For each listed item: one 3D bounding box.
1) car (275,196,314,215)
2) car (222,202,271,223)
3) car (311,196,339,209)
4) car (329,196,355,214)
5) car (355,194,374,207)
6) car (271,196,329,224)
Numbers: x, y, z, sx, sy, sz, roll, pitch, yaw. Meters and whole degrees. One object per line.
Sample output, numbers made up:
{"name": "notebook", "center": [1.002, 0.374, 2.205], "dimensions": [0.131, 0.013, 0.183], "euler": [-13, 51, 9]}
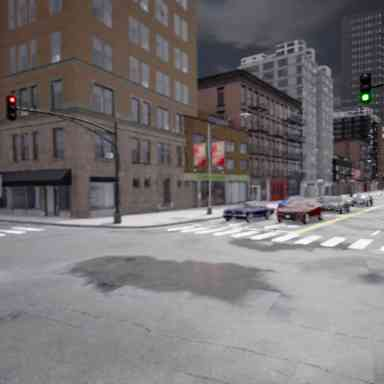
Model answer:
{"name": "car", "center": [9.637, 1.150, 31.032], "dimensions": [1.882, 1.535, 5.008], "euler": [0, 1, 37]}
{"name": "car", "center": [4.048, 1.372, 23.484], "dimensions": [1.895, 1.301, 4.718], "euler": [0, 1, 36]}
{"name": "car", "center": [15.713, 1.160, 39.225], "dimensions": [1.895, 1.301, 4.718], "euler": [0, 1, 37]}
{"name": "car", "center": [13.099, 1.158, 30.243], "dimensions": [1.837, 1.490, 4.892], "euler": [0, 1, 36]}
{"name": "car", "center": [21.068, 0.990, 40.976], "dimensions": [2.128, 1.511, 4.902], "euler": [0, 1, 37]}
{"name": "car", "center": [7.462, 1.231, 22.619], "dimensions": [1.882, 1.535, 5.008], "euler": [0, 1, 38]}
